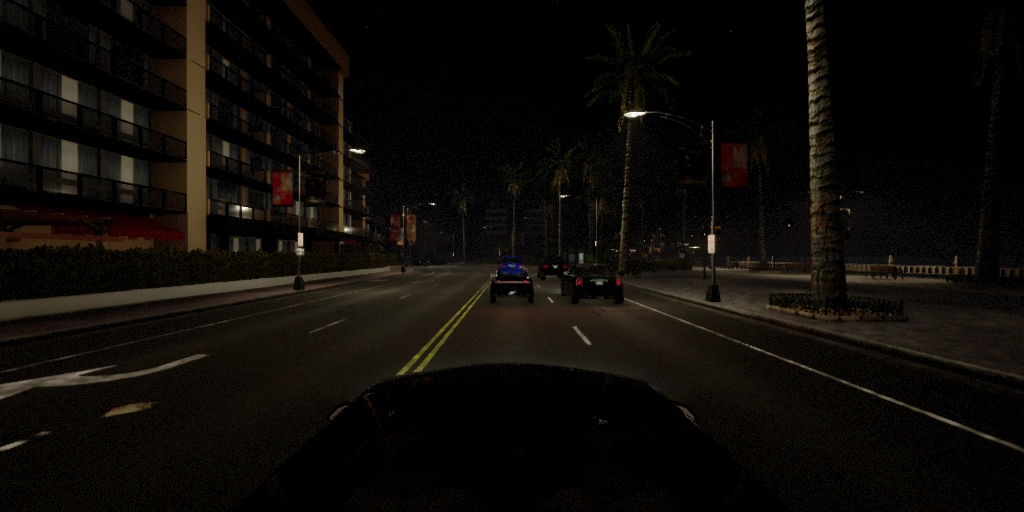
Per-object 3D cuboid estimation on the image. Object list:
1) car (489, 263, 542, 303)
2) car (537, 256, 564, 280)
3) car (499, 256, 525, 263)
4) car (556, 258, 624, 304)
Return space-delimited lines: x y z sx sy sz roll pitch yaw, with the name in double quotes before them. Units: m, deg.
"car" 0.000 1.242 16.500 2.128 1.511 4.902 0 0 0
"car" 3.500 1.005 31.530 2.150 2.045 5.566 0 0 0
"car" 0.000 1.005 31.530 2.150 2.045 5.566 0 0 0
"car" 3.500 1.113 16.470 2.097 1.767 4.553 0 0 0
